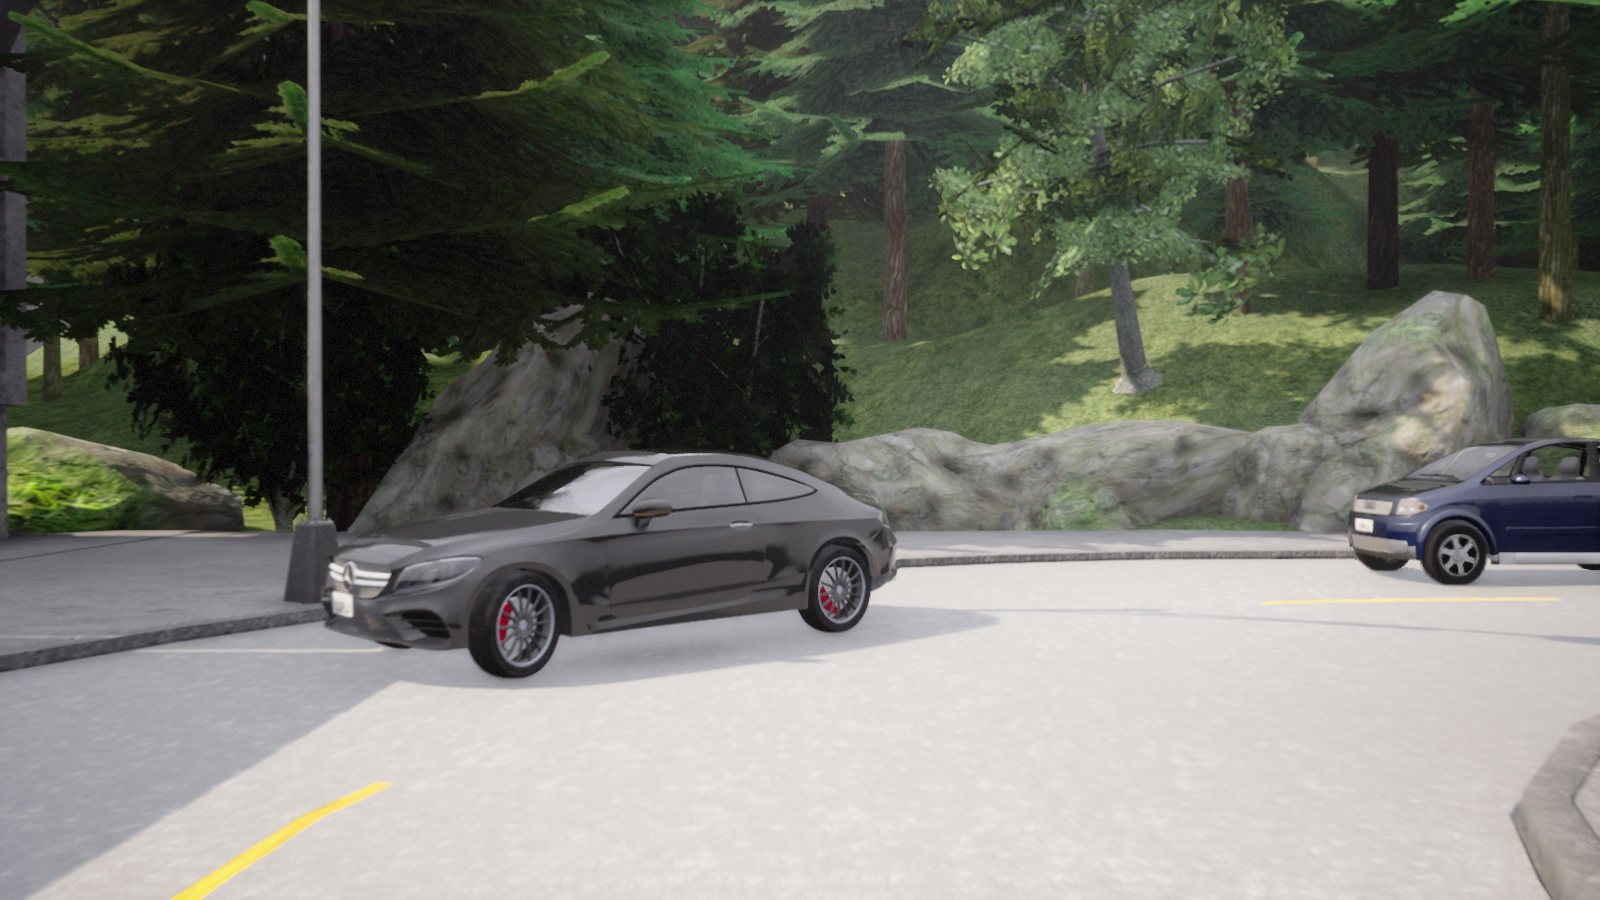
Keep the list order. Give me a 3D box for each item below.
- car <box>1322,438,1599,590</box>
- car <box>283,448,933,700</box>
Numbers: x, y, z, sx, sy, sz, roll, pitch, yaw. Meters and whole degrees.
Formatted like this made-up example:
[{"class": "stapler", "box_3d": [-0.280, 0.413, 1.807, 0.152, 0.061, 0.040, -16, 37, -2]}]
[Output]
[{"class": "car", "box_3d": [7.961, 0.657, 13.778, 3.705, 1.549, 1.789, 0, 0, -3]}, {"class": "car", "box_3d": [-1.222, 0.719, 9.547, 4.674, 1.442, 1.812, 0, 0, -43]}]
